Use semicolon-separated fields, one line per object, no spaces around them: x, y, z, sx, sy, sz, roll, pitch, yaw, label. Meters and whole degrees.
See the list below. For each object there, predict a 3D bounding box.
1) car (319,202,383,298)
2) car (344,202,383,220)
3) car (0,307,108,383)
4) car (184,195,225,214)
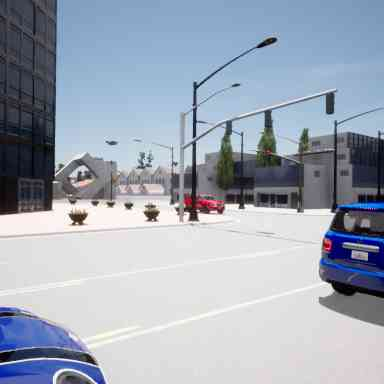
5.200;1.239;7.507;5.566;2.045;2.150;0;0;-35;car
16.435;1.688;30.047;5.008;1.535;1.882;1;0;-19;car
-2.729;1.352;1.796;4.553;1.767;2.097;0;0;-35;car
1.299;1.314;36.715;2.150;2.045;5.566;1;-1;-35;car
